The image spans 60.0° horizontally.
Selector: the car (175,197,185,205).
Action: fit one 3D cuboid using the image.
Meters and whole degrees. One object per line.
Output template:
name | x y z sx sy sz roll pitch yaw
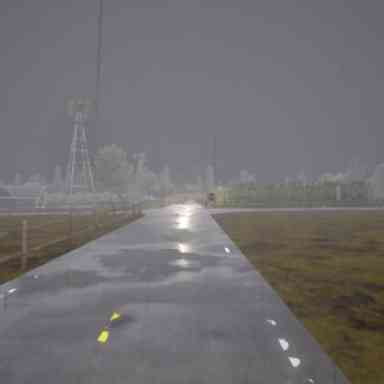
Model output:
car | -2.738 2.033 75.861 2.097 1.767 4.553 0 -1 0
